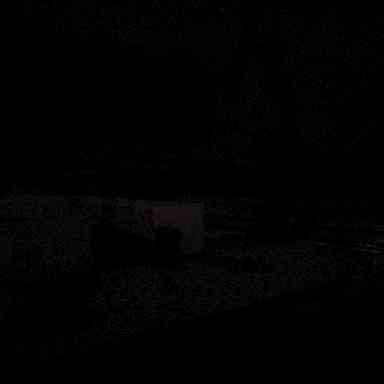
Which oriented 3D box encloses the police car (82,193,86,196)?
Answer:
[{"bbox_3d":[-12.664,0.907,38.929,2.038,1.542,4.974,1,0,-36],"label":"police car"}]
